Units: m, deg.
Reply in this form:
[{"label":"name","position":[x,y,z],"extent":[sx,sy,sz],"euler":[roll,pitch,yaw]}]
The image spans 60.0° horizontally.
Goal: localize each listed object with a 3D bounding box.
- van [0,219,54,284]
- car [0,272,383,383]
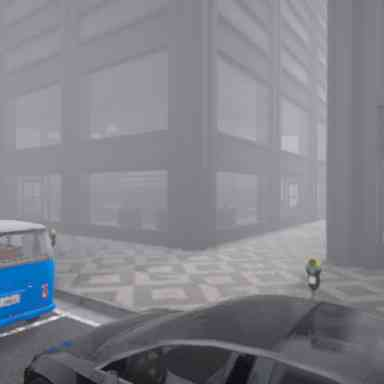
[{"label":"van","position":[-4.152,1.344,5.917],"extent":[3.998,1.788,1.690],"euler":[0,0,35]},{"label":"car","position":[0.442,1.567,2.644],"extent":[4.313,1.339,1.947],"euler":[0,0,35]}]
